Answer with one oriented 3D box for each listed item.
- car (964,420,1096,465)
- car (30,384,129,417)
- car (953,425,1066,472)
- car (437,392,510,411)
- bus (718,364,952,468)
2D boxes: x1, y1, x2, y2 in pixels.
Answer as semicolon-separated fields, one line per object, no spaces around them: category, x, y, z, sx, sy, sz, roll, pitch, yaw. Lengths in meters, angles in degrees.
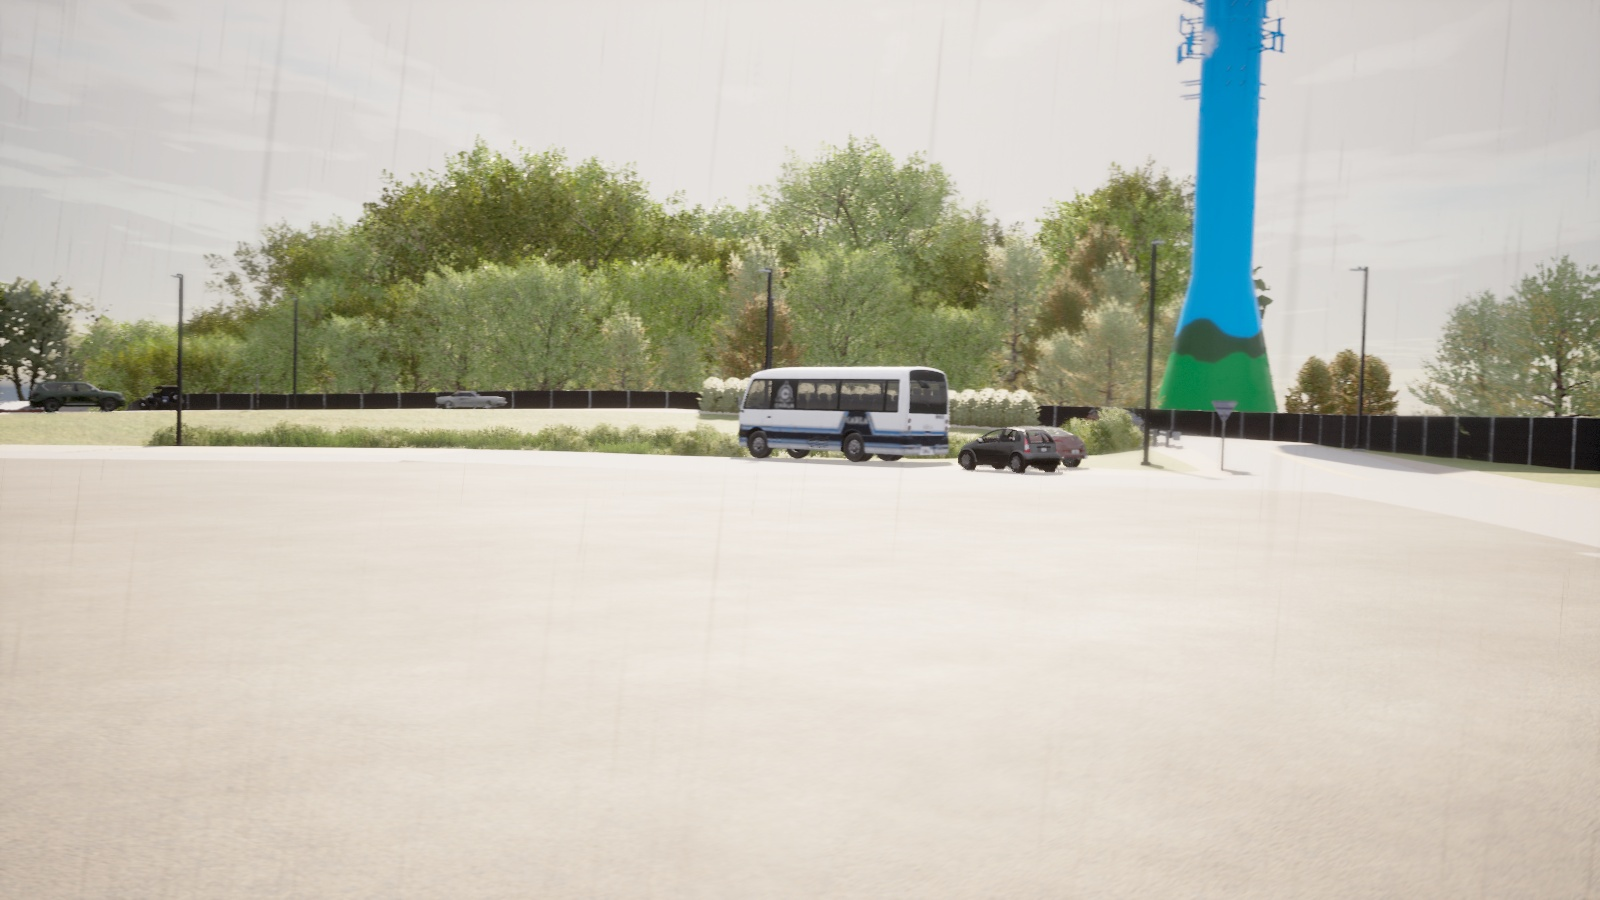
car;8.995;-0.329;49.479;2.152;1.651;5.027;-1;2;-36
car;-47.722;-3.296;83.253;5.566;2.045;2.150;-2;3;-31
car;7.538;-0.101;45.535;1.851;1.617;3.988;-1;2;-32
car;-23.527;-3.476;90.511;4.718;1.301;1.895;0;2;2
bus;1.397;-1.600;56.523;10.273;4.253;3.944;3;2;42
